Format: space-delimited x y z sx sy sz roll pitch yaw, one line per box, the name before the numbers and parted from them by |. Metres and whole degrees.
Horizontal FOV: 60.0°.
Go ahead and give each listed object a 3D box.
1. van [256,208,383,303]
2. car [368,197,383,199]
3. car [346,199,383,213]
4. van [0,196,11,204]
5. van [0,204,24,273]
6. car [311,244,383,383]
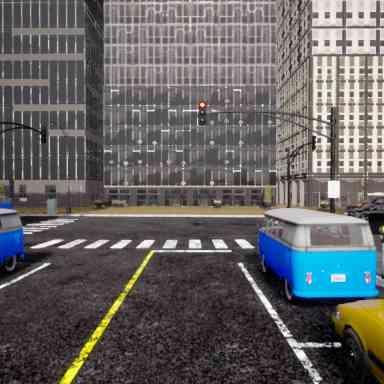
van | 2.680 1.341 7.947 1.690 1.788 3.998 -1 0 0
car | 15.248 1.345 27.274 5.009 1.841 2.192 0 0 0
car | 13.821 1.550 24.683 4.902 1.511 2.128 0 1 0
van | -17.141 1.207 27.478 3.998 1.788 1.690 0 1 0
van | -5.700 1.341 7.979 1.690 1.788 3.998 -1 0 0
car | 2.681 1.525 2.516 1.752 1.417 4.829 -1 0 0
